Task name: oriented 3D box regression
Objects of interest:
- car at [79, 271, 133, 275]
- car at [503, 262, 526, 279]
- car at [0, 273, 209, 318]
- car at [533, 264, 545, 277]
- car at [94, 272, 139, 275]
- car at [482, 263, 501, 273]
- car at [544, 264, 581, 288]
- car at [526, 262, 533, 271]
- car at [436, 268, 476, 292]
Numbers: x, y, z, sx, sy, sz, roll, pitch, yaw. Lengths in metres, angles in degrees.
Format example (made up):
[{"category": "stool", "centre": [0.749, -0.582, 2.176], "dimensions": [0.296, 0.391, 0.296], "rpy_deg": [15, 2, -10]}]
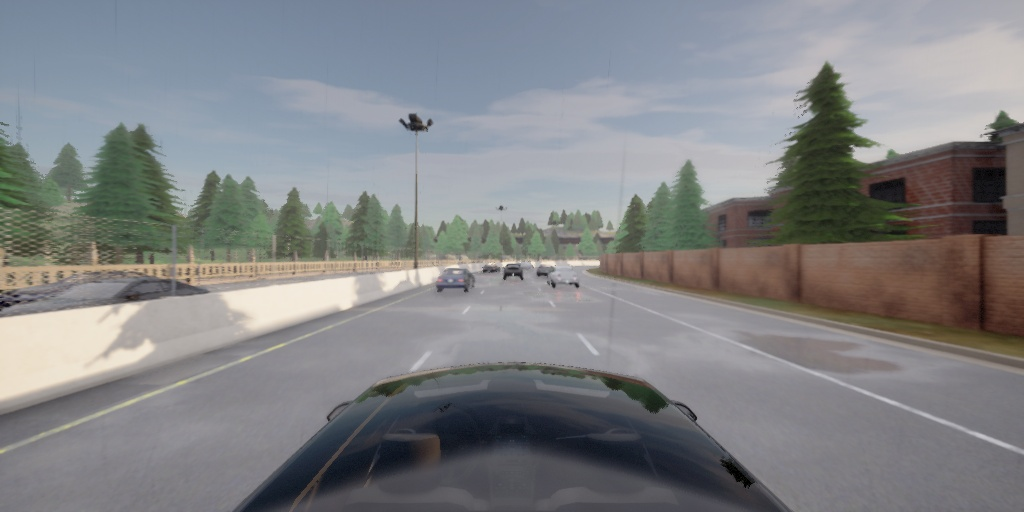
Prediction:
[{"category": "car", "centre": [-17.572, 1.373, 15.469], "dimensions": [2.033, 1.411, 5.357], "rpy_deg": [0, 0, 0]}, {"category": "car", "centre": [0.141, 1.482, 35.640], "dimensions": [1.837, 1.490, 4.892], "rpy_deg": [0, 0, 1]}, {"category": "car", "centre": [-10.589, 1.319, 9.724], "dimensions": [1.812, 1.442, 4.674], "rpy_deg": [0, 0, 0]}, {"category": "car", "centre": [3.752, 1.575, 40.121], "dimensions": [1.994, 1.385, 4.181], "rpy_deg": [0, 0, 2]}, {"category": "car", "centre": [-14.084, 1.408, 12.320], "dimensions": [1.895, 1.301, 4.718], "rpy_deg": [0, 0, 0]}, {"category": "car", "centre": [-2.677, 1.663, 48.797], "dimensions": [1.895, 1.301, 4.718], "rpy_deg": [0, 0, 7]}, {"category": "car", "centre": [3.609, 1.439, 25.716], "dimensions": [1.812, 1.442, 4.674], "rpy_deg": [0, 0, 0]}, {"category": "car", "centre": [2.275, 1.655, 58.225], "dimensions": [1.812, 1.442, 4.674], "rpy_deg": [-1, -1, 14]}, {"category": "car", "centre": [-3.391, 1.432, 22.301], "dimensions": [2.033, 1.411, 5.357], "rpy_deg": [0, 0, 0]}]
